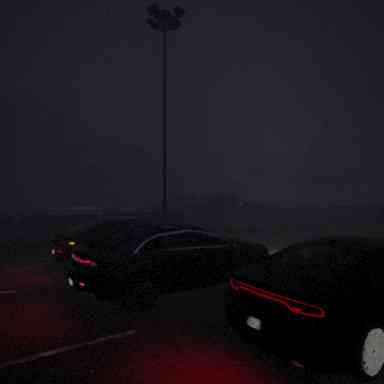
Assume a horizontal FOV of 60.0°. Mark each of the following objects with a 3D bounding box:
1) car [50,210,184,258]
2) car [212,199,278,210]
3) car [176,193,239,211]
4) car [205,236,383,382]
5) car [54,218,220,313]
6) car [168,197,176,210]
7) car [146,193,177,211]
[{"bbox_3d":[-2.003,1.506,10.673,4.674,1.442,1.812,0,0,-34],"label":"car"},{"bbox_3d":[4.628,1.517,27.023,5.357,1.411,2.033,0,0,-28],"label":"car"},{"bbox_3d":[1.810,1.181,29.465,5.566,2.045,2.150,0,0,-28],"label":"car"},{"bbox_3d":[2.839,1.474,5.493,5.008,1.535,1.882,0,0,-33],"label":"car"},{"bbox_3d":[-0.277,1.479,7.621,4.902,1.511,2.128,0,0,-34],"label":"car"},{"bbox_3d":[0.754,1.501,32.885,5.357,1.411,2.033,0,0,-28],"label":"car"},{"bbox_3d":[-2.070,1.167,35.312,5.566,2.045,2.150,0,0,-28],"label":"car"}]
